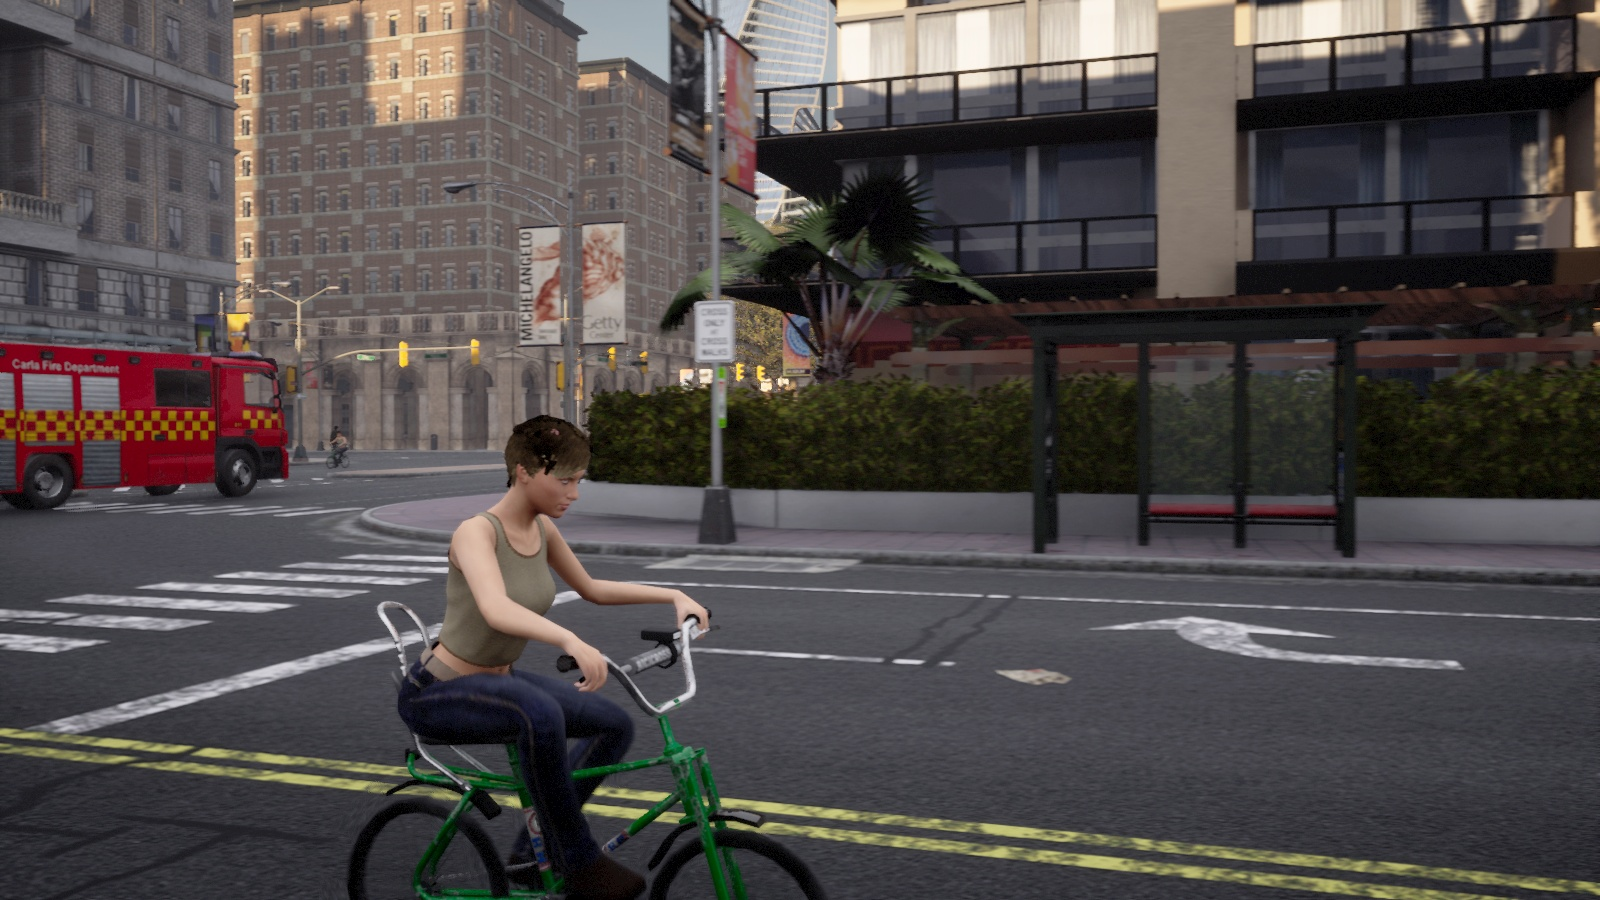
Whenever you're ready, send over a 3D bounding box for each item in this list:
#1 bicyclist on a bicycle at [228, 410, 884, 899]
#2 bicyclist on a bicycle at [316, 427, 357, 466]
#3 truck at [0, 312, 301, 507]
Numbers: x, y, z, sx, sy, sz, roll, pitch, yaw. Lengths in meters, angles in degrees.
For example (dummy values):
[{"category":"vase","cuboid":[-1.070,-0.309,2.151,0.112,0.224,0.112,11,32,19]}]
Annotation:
[{"category":"bicyclist on a bicycle","cuboid":[-0.618,0.706,3.405,1.509,1.612,0.866,1,1,19]},{"category":"bicyclist on a bicycle","cuboid":[-19.718,-0.167,53.428,0.866,1.612,1.509,1,1,17]},{"category":"truck","cuboid":[-15.611,-0.855,28.612,2.891,3.827,8.468,1,1,21]}]
